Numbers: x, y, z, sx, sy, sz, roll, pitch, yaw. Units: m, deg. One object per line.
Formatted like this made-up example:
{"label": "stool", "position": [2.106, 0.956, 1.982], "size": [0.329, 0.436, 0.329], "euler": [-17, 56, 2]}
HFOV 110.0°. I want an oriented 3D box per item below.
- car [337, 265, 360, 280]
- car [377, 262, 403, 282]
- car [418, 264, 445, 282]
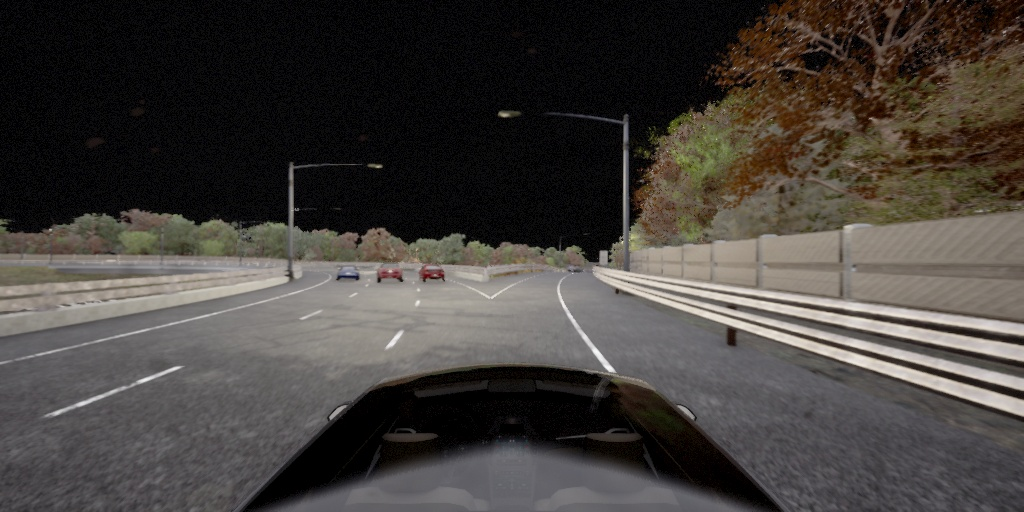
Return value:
{"label": "car", "position": [-15.858, 1.583, 34.851], "size": [1.994, 1.385, 4.181], "euler": [0, -1, -24]}
{"label": "car", "position": [-11.151, 1.359, 32.633], "size": [2.097, 1.767, 4.553], "euler": [0, -1, -21]}
{"label": "car", "position": [-7.321, 1.490, 32.445], "size": [1.882, 1.535, 5.008], "euler": [0, -1, -20]}
